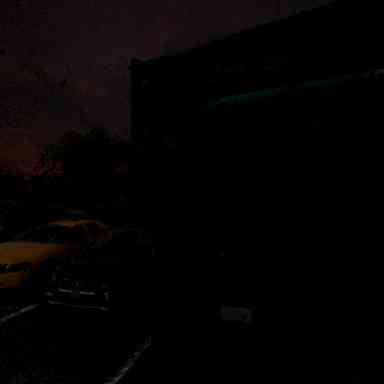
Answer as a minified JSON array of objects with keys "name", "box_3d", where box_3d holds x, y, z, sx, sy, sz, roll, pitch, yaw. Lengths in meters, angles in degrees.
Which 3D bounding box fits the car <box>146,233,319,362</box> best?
[{"name":"car","box_3d":[1.149,1.514,6.149,2.163,1.488,4.792,0,-1,16]}]

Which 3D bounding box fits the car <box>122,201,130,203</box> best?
[{"name":"car","box_3d":[-14.980,2.786,68.202,5.566,2.045,2.435,0,-2,15]}]

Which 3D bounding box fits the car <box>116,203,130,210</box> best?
[{"name":"car","box_3d":[-10.862,2.504,42.237,4.674,1.452,2.002,1,-1,15]}]

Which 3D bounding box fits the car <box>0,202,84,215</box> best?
[{"name":"car","box_3d":[-6.067,1.350,11.306,2.185,1.767,4.553,1,-1,16]}]

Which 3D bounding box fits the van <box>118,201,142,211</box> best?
[{"name":"van","box_3d":[-13.145,2.901,70.615,4.442,1.987,1.878,0,-2,15]}]

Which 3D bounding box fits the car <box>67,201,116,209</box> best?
[{"name":"car","box_3d":[-12.553,2.114,39.770,5.566,2.045,2.435,2,-1,15]}]

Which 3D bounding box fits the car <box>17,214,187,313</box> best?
[{"name":"car","box_3d":[-1.265,1.482,7.844,2.231,1.521,4.892,1,-1,16]}]

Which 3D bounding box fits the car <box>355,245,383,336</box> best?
[{"name":"car","box_3d":[3.548,1.487,4.405,2.097,1.535,5.008,1,-1,16]}]

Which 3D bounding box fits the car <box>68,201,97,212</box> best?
[{"name":"car","box_3d":[-20.063,2.641,60.866,4.553,1.767,2.185,0,-2,15]}]

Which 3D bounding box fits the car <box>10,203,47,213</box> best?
[{"name":"car","box_3d":[-25.828,2.460,52.490,4.892,1.521,2.231,0,-2,15]}]

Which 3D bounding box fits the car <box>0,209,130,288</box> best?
[{"name":"car","box_3d":[-3.712,1.473,9.378,1.946,1.575,5.366,1,-1,15]}]

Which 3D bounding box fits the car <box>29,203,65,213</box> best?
[{"name":"car","box_3d":[-24.080,2.558,55.322,5.366,1.575,1.946,0,-2,15]}]

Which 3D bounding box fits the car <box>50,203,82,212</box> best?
[{"name":"car","box_3d":[-21.939,2.694,58.063,4.792,1.488,2.163,0,-2,15]}]

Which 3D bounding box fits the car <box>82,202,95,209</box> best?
[{"name":"car","box_3d":[-14.139,2.260,37.242,5.366,1.575,1.946,2,-1,15]}]

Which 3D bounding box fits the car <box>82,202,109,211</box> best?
[{"name":"car","box_3d":[-18.310,2.731,63.288,4.553,1.767,2.185,0,-2,15]}]

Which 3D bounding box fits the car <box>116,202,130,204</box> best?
[{"name":"car","box_3d":[-9.126,2.558,44.714,5.008,1.535,2.097,1,-1,15]}]
